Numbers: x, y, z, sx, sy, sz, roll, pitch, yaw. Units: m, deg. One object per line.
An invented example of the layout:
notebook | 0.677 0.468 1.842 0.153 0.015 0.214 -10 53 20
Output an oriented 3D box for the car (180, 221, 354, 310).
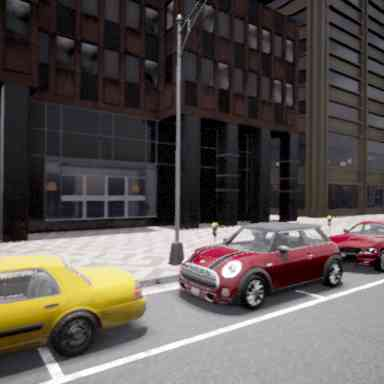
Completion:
car | 1.695 1.483 7.852 4.097 1.590 1.967 1 0 -35

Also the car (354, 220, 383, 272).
car | 6.256 1.629 11.104 4.507 1.381 1.887 1 0 -35

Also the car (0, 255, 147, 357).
car | -3.005 1.526 4.502 4.829 1.417 1.752 1 0 -35
